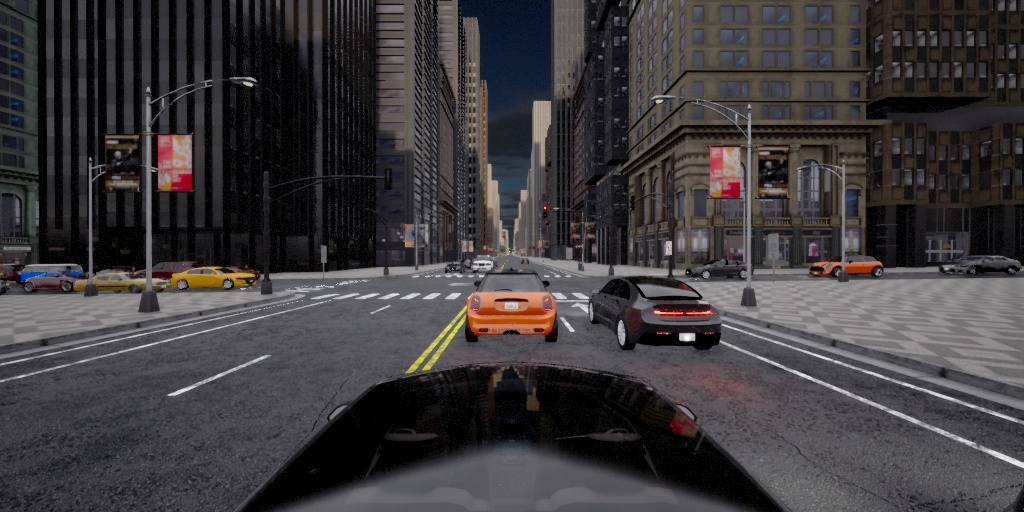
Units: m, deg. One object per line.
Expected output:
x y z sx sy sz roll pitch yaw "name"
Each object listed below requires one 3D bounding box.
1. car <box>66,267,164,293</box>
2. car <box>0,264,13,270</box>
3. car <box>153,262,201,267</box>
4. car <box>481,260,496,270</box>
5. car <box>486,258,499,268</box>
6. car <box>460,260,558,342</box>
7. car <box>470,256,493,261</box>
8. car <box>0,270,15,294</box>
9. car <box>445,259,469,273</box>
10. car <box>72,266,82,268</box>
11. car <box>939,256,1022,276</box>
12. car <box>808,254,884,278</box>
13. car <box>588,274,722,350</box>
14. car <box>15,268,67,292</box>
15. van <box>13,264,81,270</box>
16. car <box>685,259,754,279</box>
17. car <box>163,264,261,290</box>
-23.876 1.596 22.109 4.829 1.417 1.751 0 0 0 "car"
-44.383 1.626 30.661 5.009 1.841 2.192 0 0 0 "car"
-29.122 1.419 30.643 5.009 1.841 2.192 0 0 0 "car"
-3.446 1.290 53.287 1.994 1.385 4.181 0 0 1 "car"
-3.449 1.207 63.554 2.128 1.511 4.902 0 0 0 "car"
-0.005 1.102 9.920 2.097 1.767 4.553 0 0 0 "car"
-3.440 0.956 43.315 2.150 2.045 5.566 0 0 0 "car"
-33.817 1.754 22.110 4.403 1.370 2.007 0 0 0 "car"
-6.688 1.299 42.474 1.994 1.385 4.181 0 0 0 "car"
-34.209 1.755 30.649 4.207 1.307 1.802 0 0 0 "car"
36.446 0.721 27.998 4.902 1.511 2.128 -1 0 0 "car"
25.959 0.721 27.998 4.553 1.767 2.097 -1 0 0 "car"
3.237 1.254 9.059 1.837 1.490 4.892 0 0 0 "car"
-30.767 1.715 24.783 4.181 1.385 1.994 -1 0 1 "car"
-39.296 1.583 30.655 3.998 1.789 1.690 0 0 0 "van"
16.131 1.005 27.997 4.892 1.490 1.837 -1 0 0 "car"
-20.480 1.488 24.761 5.008 1.535 1.882 -1 0 0 "car"
